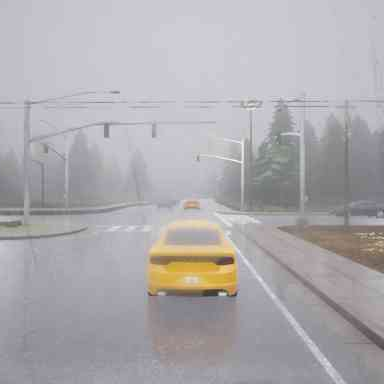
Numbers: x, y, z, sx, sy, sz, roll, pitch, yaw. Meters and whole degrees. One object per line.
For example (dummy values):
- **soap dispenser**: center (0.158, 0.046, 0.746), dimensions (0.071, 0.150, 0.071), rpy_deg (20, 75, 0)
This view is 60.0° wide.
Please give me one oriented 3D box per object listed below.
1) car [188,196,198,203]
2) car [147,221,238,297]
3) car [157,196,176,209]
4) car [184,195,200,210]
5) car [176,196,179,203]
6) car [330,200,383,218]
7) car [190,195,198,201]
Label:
- **car**: center (0.246, 1.537, 72.865), dimensions (2.033, 1.411, 5.357), rpy_deg (0, 0, 2)
- **car**: center (0.043, 1.474, 8.642), dimensions (1.882, 1.535, 5.008), rpy_deg (0, 0, 1)
- **car**: center (-3.612, 1.547, 45.064), dimensions (2.033, 1.411, 5.357), rpy_deg (0, 0, 0)
- **car**: center (-0.012, 1.478, 42.304), dimensions (1.882, 1.535, 5.008), rpy_deg (0, 0, 0)
- **car**: center (-3.589, 1.601, 55.242), dimensions (1.895, 1.301, 4.718), rpy_deg (0, 0, 1)
- **car**: center (14.889, 1.531, 29.630), dimensions (4.892, 1.490, 1.837), rpy_deg (0, 0, 1)
- **car**: center (0.637, 1.442, 83.258), dimensions (1.837, 1.490, 4.892), rpy_deg (0, 0, 2)
